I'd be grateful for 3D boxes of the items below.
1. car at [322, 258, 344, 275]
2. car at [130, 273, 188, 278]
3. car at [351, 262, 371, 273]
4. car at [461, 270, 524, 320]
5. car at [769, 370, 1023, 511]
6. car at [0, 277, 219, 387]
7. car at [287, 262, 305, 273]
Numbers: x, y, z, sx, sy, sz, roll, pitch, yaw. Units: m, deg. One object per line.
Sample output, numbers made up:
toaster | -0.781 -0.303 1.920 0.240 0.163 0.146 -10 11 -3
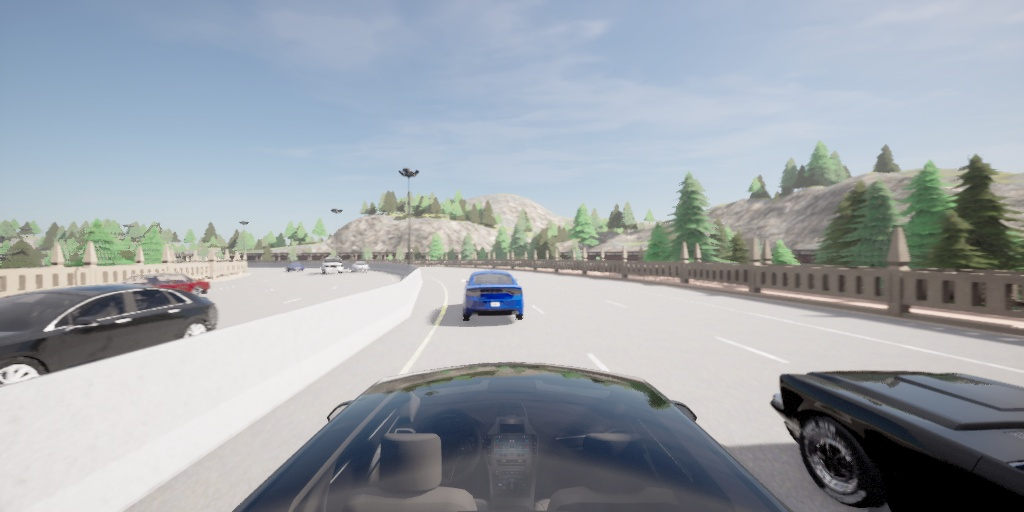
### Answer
car | -22.179 1.209 44.347 2.150 2.045 5.566 0 0 -29
car | -15.437 1.442 15.382 1.895 1.301 4.718 0 0 -10
car | -20.349 1.512 48.105 1.812 1.442 4.674 0 -1 -31
car | -0.774 1.240 12.758 1.882 1.535 5.008 0 0 -7
car | 3.490 1.336 1.392 1.895 1.301 4.718 0 0 0
car | -7.377 1.290 6.002 1.837 1.490 4.892 0 0 -3
car | -31.710 1.642 52.507 1.812 1.442 4.674 0 0 -37
